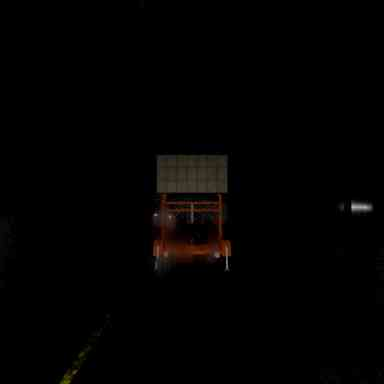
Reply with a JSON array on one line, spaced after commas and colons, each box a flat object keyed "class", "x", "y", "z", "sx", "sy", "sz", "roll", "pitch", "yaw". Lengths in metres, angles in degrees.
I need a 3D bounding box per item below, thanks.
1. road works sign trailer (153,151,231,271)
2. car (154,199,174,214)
[{"class": "road works sign trailer", "x": 0.007, "y": 0.466, "z": 10.942, "sx": 2.380, "sy": 3.560, "sz": 2.880, "roll": 0, "pitch": 0, "yaw": 0}, {"class": "car", "x": -2.972, "y": 1.528, "z": 36.532, "sx": 1.837, "sy": 1.490, "sz": 4.892, "roll": 0, "pitch": 0, "yaw": 0}]
